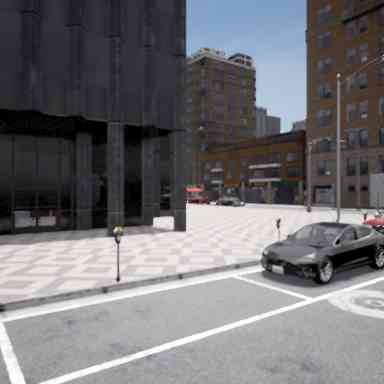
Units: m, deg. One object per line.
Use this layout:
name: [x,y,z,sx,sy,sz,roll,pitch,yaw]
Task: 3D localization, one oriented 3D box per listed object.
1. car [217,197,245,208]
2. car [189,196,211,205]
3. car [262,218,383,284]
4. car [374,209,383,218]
car: [5.536,1.450,47.520,2.128,1.511,4.902,0,0,-35]
car: [1.347,1.421,59.090,1.882,1.535,5.008,0,0,-35]
car: [3.919,1.566,9.568,4.313,1.339,1.947,0,0,-36]
car: [8.509,1.315,12.846,5.009,1.841,2.192,0,0,-36]
